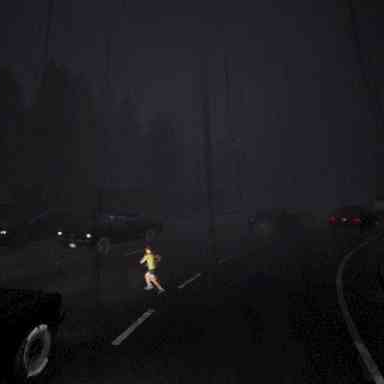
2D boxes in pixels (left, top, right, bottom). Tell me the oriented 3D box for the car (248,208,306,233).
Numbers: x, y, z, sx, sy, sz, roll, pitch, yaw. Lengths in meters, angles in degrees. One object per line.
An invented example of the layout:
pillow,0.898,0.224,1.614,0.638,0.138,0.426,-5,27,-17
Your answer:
car,5.183,1.601,19.744,1.895,1.301,4.718,0,0,36

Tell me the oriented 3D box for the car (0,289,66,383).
car,-2.974,1.601,2.650,1.895,1.301,4.718,0,0,8

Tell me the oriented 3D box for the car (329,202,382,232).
car,9.802,1.547,20.103,2.033,1.411,5.357,0,0,37

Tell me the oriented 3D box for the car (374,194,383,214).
car,19.453,1.224,32.819,2.150,2.045,5.566,0,0,37

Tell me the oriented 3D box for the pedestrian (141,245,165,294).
pedestrian,-0.878,1.674,7.430,0.500,1.100,0.500,0,0,18

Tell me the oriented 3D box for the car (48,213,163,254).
car,-3.221,1.601,13.793,1.895,1.301,4.718,0,0,28

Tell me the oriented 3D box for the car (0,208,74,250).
car,-6.683,1.491,14.456,2.128,1.511,4.902,0,0,27
